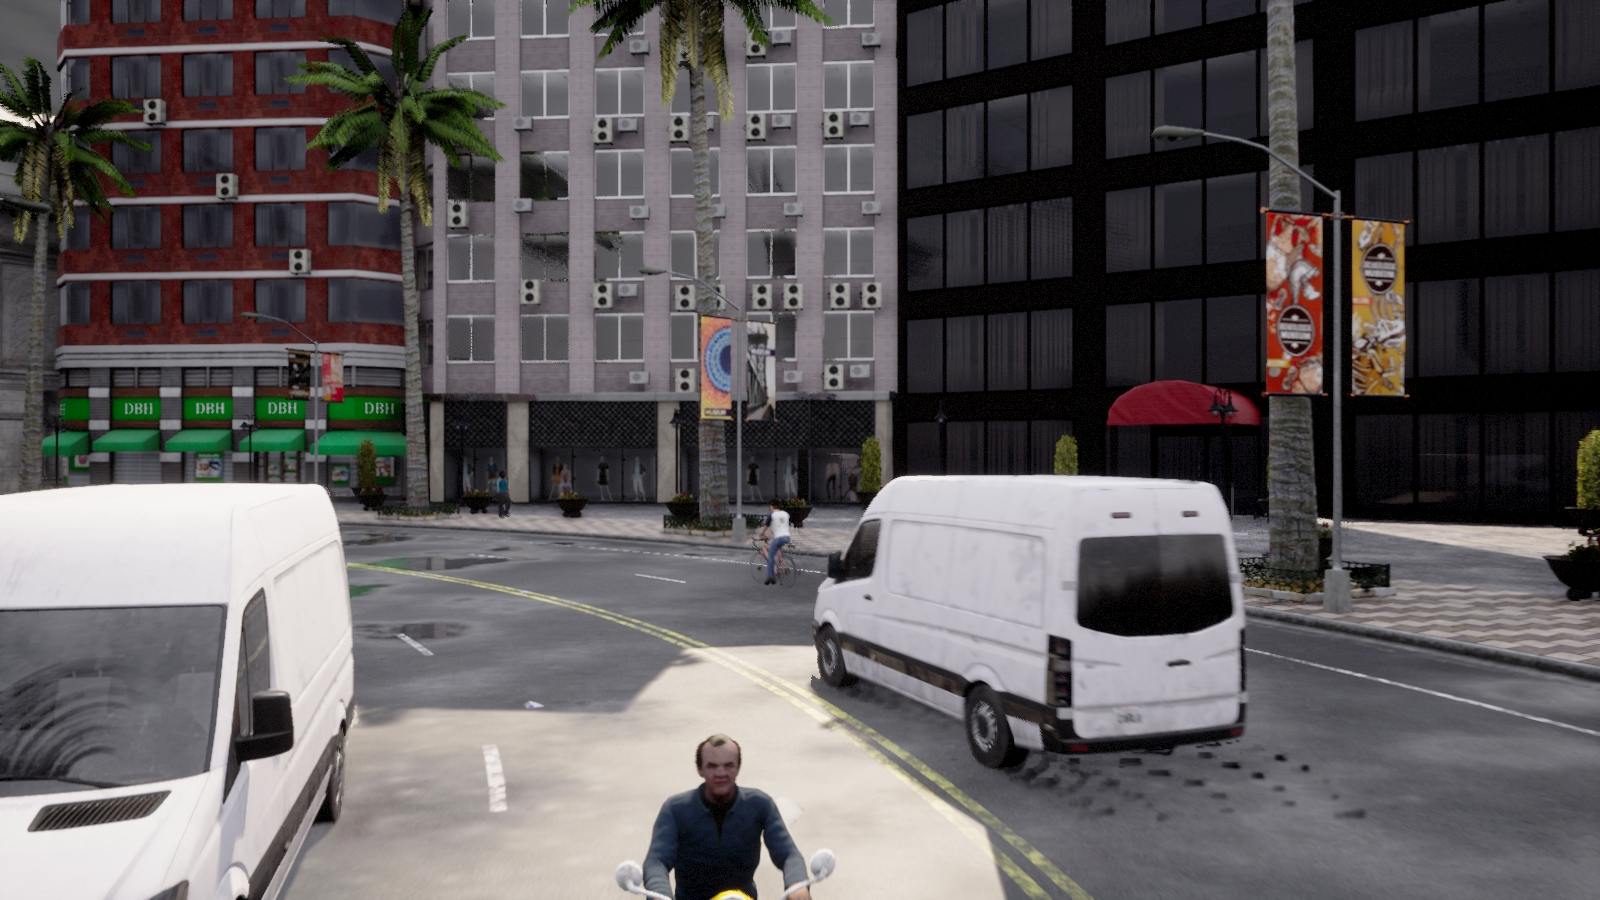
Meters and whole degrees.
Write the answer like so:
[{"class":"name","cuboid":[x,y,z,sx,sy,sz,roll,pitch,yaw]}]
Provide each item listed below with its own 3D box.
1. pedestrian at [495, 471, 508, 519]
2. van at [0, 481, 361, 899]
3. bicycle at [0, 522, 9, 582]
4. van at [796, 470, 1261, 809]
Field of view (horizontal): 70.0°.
[{"class":"pedestrian","cuboid":[-11.542,1.731,44.209,0.375,1.860,0.375,0,0,-42]},{"class":"van","cuboid":[-4.011,1.542,6.790,1.988,2.561,5.915,0,0,-15]},{"class":"bicycle","cuboid":[-17.610,2.231,25.077,0.373,1.196,1.643,-1,0,-36]},{"class":"van","cuboid":[1.924,1.541,12.083,1.988,2.561,5.915,0,0,-21]}]
